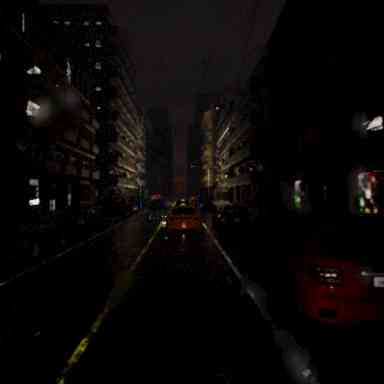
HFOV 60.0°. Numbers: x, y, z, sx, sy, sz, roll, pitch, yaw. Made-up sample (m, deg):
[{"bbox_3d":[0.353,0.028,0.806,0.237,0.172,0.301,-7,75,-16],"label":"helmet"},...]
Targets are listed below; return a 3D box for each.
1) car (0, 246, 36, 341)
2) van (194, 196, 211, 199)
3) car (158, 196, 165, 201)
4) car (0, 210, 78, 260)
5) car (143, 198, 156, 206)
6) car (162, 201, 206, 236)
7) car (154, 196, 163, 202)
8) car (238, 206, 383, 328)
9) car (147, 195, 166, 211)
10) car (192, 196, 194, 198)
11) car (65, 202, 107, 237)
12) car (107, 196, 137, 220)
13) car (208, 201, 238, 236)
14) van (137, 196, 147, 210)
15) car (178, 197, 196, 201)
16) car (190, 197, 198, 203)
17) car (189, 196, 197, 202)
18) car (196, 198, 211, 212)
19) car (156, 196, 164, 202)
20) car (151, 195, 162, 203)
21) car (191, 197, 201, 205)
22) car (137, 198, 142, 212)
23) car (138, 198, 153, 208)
[{"bbox_3d":[-3.124,1.514,1.987,2.128,1.511,4.902,0,0,-2],"label":"car"},{"bbox_3d":[1.484,1.377,41.017,1.690,1.788,3.998,0,0,-2],"label":"van"},{"bbox_3d":[-8.453,1.837,91.951,1.802,1.307,4.206,0,0,-2],"label":"car"},{"bbox_3d":[-6.025,1.600,12.328,2.008,1.369,4.403,0,0,-2],"label":"car"},{"bbox_3d":[-7.413,1.719,57.827,1.802,1.307,4.206,0,0,-2],"label":"car"},{"bbox_3d":[-0.453,1.495,18.710,1.882,1.535,5.008,0,0,-1],"label":"car"},{"bbox_3d":[-8.101,1.734,80.407,1.752,1.417,4.829,0,0,-2],"label":"car"},{"bbox_3d":[2.525,1.302,6.894,2.192,1.841,5.009,0,0,-2],"label":"car"},{"bbox_3d":[-4.344,1.556,42.408,1.882,1.535,5.008,0,0,-2],"label":"car"},{"bbox_3d":[1.310,1.594,46.705,1.887,1.381,4.507,0,0,-2],"label":"car"},{"bbox_3d":[-6.198,1.495,18.016,1.967,1.590,4.097,0,0,-2],"label":"car"},{"bbox_3d":[-6.545,1.386,29.390,2.192,1.841,5.009,0,0,-2],"label":"car"},{"bbox_3d":[2.178,1.439,18.268,1.967,1.590,4.097,0,0,-2],"label":"car"},{"bbox_3d":[-6.892,1.433,40.763,1.690,1.788,3.998,0,0,-2],"label":"van"},{"bbox_3d":[-0.978,1.591,36.156,2.033,1.411,5.357,0,0,-2],"label":"car"},{"bbox_3d":[0.444,1.716,75.143,1.802,1.307,4.206,0,0,-2],"label":"car"},{"bbox_3d":[0.270,1.735,80.830,1.802,1.307,4.206,0,0,-2],"label":"car"},{"bbox_3d":[1.657,1.607,35.331,1.802,1.307,4.206,0,0,-2],"label":"car"},{"bbox_3d":[-8.280,1.797,86.265,1.947,1.339,4.313,0,0,-2],"label":"car"},{"bbox_3d":[-7.933,1.505,74.889,2.192,1.841,5.009,0,0,-2],"label":"car"},{"bbox_3d":[0.790,1.680,63.767,1.802,1.307,4.206,0,0,-2],"label":"car"},{"bbox_3d":[-6.714,1.606,34.909,1.752,1.417,4.829,0,0,-2],"label":"car"},{"bbox_3d":[-7.234,1.646,51.969,1.752,1.417,4.829,0,0,-2],"label":"car"}]
